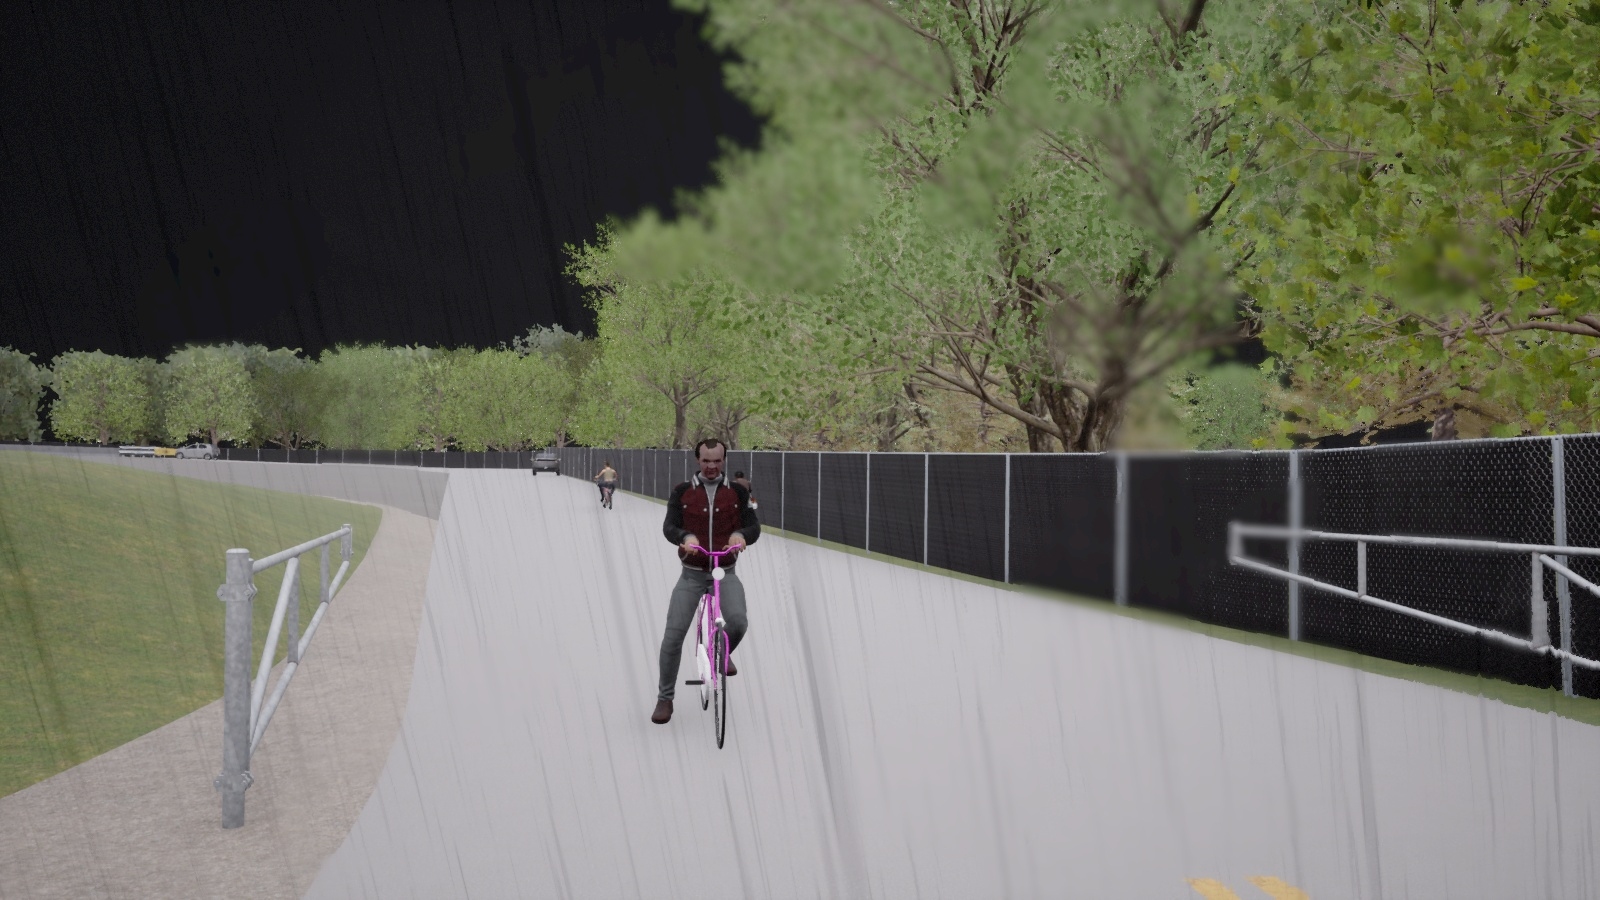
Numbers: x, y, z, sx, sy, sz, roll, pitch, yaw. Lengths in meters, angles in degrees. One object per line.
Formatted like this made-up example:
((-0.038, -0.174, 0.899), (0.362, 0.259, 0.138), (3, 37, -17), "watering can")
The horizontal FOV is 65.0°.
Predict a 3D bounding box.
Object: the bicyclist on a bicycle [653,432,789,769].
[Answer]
((-0.524, 0.813, 7.594), (0.659, 1.776, 1.843), (0, -1, -9), "bicyclist on a bicycle")

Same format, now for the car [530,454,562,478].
((-17.326, 1.062, 85.724), (2.128, 1.511, 4.902), (0, 0, -11), "car")

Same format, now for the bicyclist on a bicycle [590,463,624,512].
((-6.508, 1.240, 42.313), (0.866, 1.612, 1.509), (0, 0, -20), "bicyclist on a bicycle")
